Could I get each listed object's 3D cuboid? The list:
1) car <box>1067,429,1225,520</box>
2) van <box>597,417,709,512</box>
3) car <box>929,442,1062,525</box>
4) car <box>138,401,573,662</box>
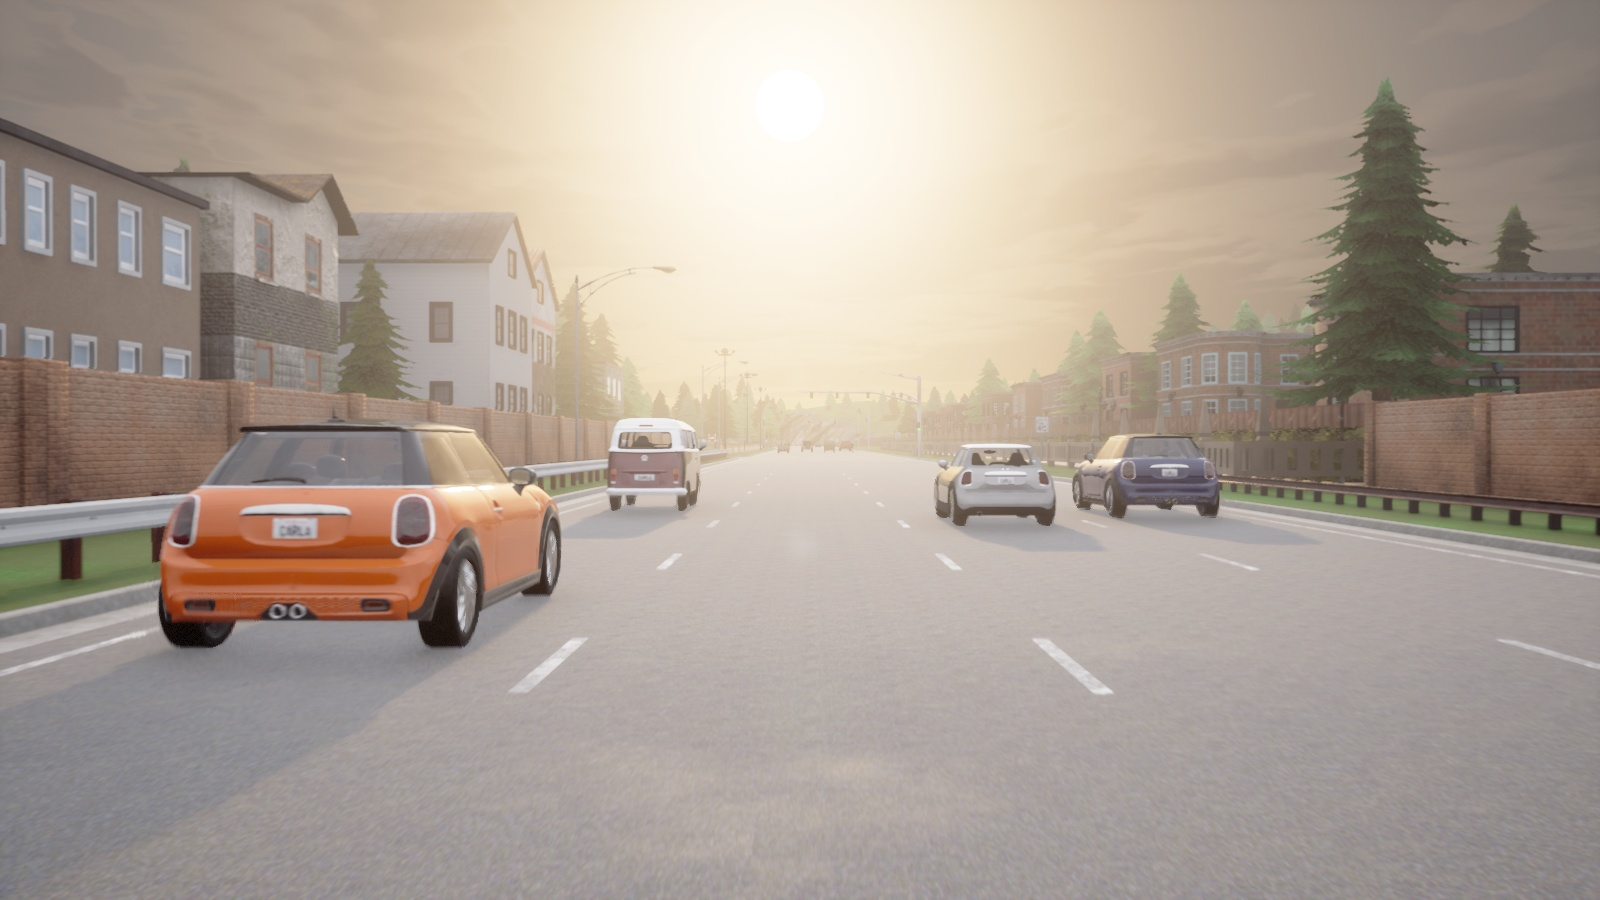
[{"bbox_3d":[7.166,0.461,26.528,2.097,1.767,4.553,0,0,0],"label":"car"},{"bbox_3d":[-3.319,0.303,29.177,2.069,2.038,4.480,0,0,0],"label":"van"},{"bbox_3d":[3.653,0.579,24.123,1.970,1.475,3.806,0,0,0],"label":"car"},{"bbox_3d":[-3.423,0.541,10.780,2.097,1.767,4.553,0,0,0],"label":"car"}]
